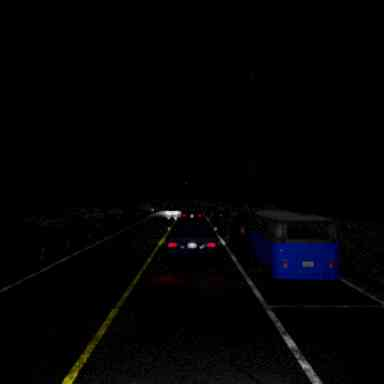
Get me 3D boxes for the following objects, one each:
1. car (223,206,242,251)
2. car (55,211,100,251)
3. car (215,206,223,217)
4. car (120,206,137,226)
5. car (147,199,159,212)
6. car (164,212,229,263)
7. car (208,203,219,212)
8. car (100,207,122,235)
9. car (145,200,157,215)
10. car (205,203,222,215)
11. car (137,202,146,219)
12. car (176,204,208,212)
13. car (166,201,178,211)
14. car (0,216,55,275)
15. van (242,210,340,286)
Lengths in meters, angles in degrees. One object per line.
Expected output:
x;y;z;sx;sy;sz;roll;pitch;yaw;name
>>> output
2.679;1.611;14.969;1.967;1.590;4.097;1;-1;0;car
-5.847;1.716;14.974;1.887;1.381;4.507;1;-1;0;car
2.679;1.783;20.427;1.887;1.381;4.507;1;-1;0;car
-5.845;1.860;25.892;2.008;1.369;4.403;1;-1;0;car
-5.840;1.939;47.730;2.192;1.841;5.009;0;-1;0;car
0.010;1.690;12.537;2.033;1.411;5.357;0;-1;0;car
2.680;1.966;31.345;1.802;1.307;4.206;0;-1;0;car
-5.846;1.821;20.432;1.802;1.307;4.206;1;-1;0;car
-5.843;2.064;42.097;1.752;1.417;4.829;0;-1;0;car
2.682;2.086;42.263;1.887;1.381;4.507;0;-1;0;car
-5.845;1.950;31.350;1.947;1.339;4.313;1;-1;0;car
0.013;1.880;27.558;2.033;1.411;5.357;0;-1;0;car
-3.008;2.191;52.575;2.128;1.511;4.902;0;-1;0;car
-5.846;1.547;9.517;1.967;1.590;4.097;1;-1;0;car
2.679;1.448;9.511;1.690;1.788;3.998;1;-1;0;van
